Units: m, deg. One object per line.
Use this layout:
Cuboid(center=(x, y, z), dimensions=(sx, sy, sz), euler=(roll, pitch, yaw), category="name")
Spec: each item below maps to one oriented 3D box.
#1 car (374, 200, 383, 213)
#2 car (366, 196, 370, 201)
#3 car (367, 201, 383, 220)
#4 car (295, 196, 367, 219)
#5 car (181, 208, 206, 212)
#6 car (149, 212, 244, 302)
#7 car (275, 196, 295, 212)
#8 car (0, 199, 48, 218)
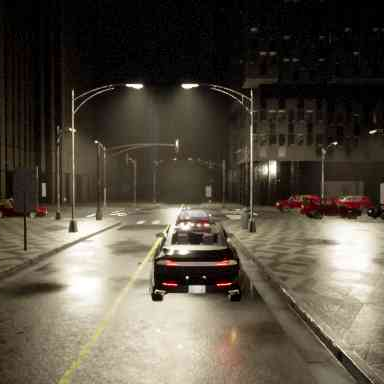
Cuboid(center=(23.329, 1.635, 37.754), dimensions=(4.313, 1.339, 1.947), euler=(0, 1, 0), category="car")
Cuboid(center=(17.688, 1.354, 37.725), dimensions=(5.009, 1.841, 2.192), euler=(0, 1, 0), category="car")
Cuboid(center=(17.717, 1.743, 29.204), dimensions=(4.313, 1.339, 1.947), euler=(0, 1, 0), category="car")
Cuboid(center=(12.074, 1.463, 29.175), dimensions=(5.009, 1.841, 2.192), euler=(0, 1, 0), category="car")
Cuboid(center=(0.072, 1.550, 17.963), dimensions=(2.033, 1.411, 5.357), euler=(0, 0, 0), category="car")
Cuboid(center=(0.086, 1.490, 8.253), dimensions=(2.128, 1.511, 4.902), euler=(0, 0, 0), category="car")
Cuboid(center=(12.044, 1.326, 37.698), dimensions=(5.009, 1.841, 2.192), euler=(0, 1, 0), category="car")
Cuboid(center=(-14.967, 1.567, 29.050), dimensions=(4.507, 1.381, 1.887), euler=(0, 1, 0), category="car")
